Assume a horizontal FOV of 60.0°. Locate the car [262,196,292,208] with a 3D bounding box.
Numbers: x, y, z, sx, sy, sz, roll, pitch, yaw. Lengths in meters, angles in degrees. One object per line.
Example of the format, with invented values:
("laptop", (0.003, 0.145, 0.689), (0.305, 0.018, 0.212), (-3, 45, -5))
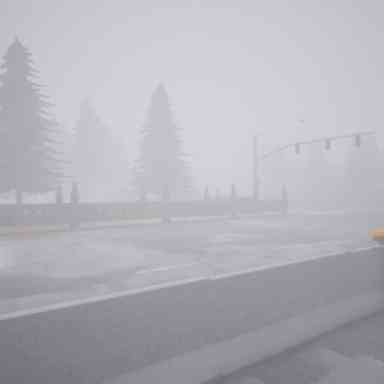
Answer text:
("car", (11.412, 1.327, 45.393), (1.812, 1.442, 4.674), (0, 0, -35))
